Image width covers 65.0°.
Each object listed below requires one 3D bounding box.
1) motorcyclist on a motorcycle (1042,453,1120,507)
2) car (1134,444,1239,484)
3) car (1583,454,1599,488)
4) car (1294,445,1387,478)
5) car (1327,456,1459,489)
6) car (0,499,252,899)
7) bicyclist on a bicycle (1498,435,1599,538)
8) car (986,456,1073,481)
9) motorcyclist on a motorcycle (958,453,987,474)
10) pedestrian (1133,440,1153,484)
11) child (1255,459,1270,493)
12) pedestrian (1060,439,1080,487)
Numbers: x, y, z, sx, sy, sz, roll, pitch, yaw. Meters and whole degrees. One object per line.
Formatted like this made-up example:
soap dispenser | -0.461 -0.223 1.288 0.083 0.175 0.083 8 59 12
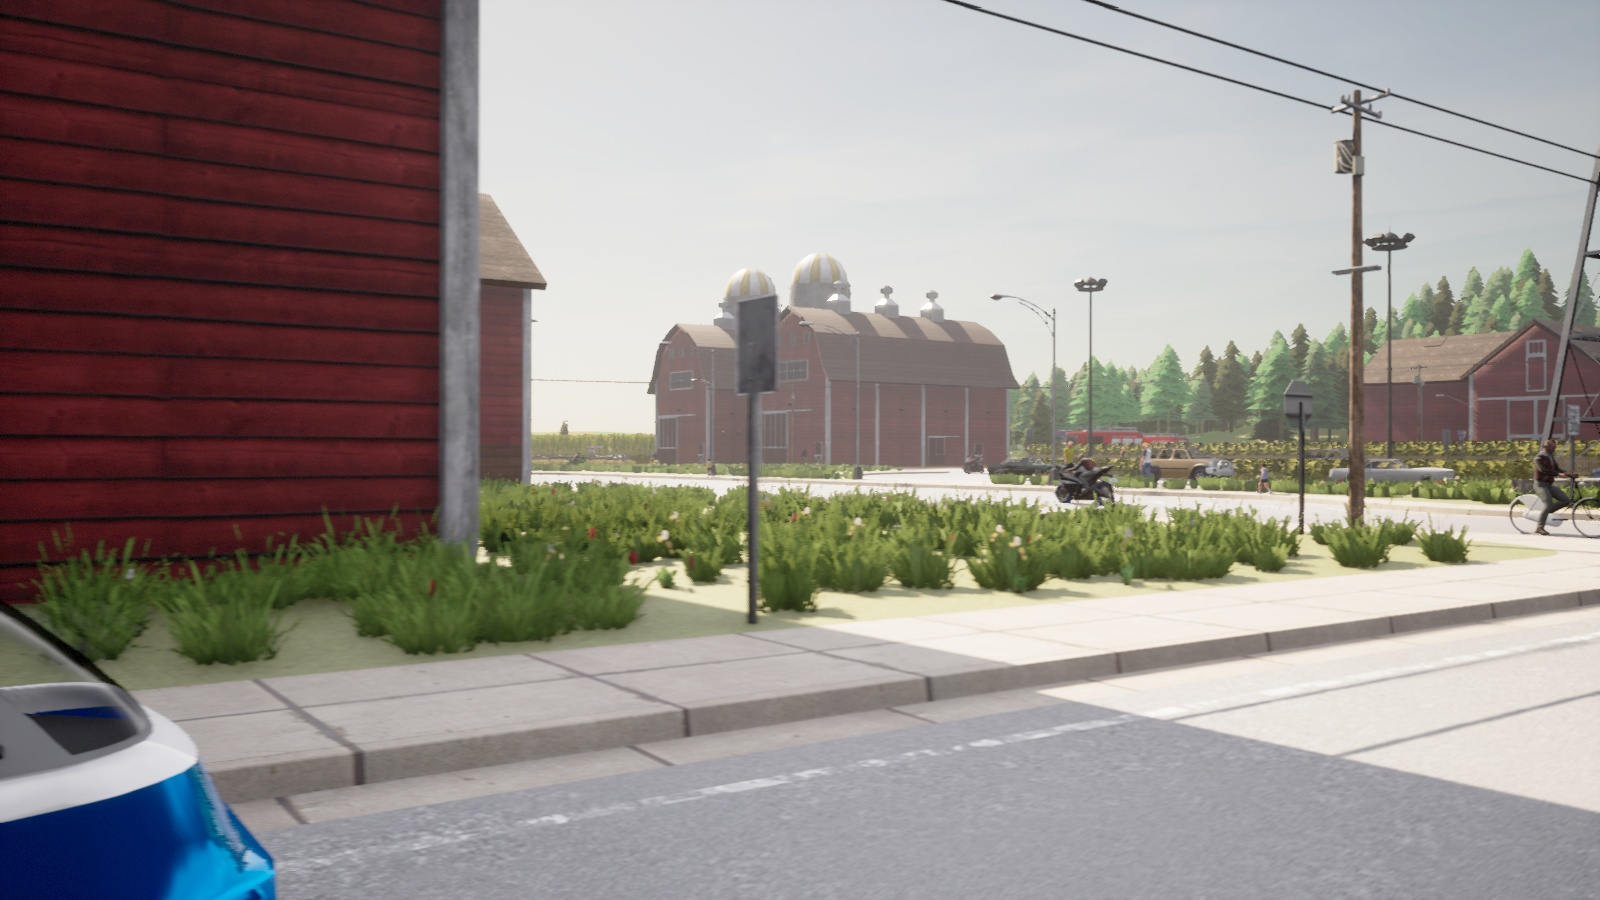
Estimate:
motorcyclist on a motorcycle | 8.197 0.847 36.680 0.866 1.530 2.191 0 0 -36
car | 18.594 0.661 60.522 1.932 1.855 4.605 0 0 -35
car | 34.672 0.851 51.604 4.181 1.385 1.994 0 0 -17
car | 31.213 0.661 72.611 1.932 1.855 4.605 0 0 -35
car | 24.941 0.913 52.890 4.718 1.301 1.895 0 0 40
car | -2.255 0.810 2.089 2.207 1.376 1.481 0 0 -35
bicyclist on a bicycle | 13.739 0.637 22.724 0.659 1.776 1.843 0 0 -30
car | 12.556 0.978 68.988 1.895 1.301 4.718 0 0 -35
motorcyclist on a motorcycle | 12.313 0.962 89.552 2.191 1.530 0.866 0 -1 -45
pedestrian | 14.229 0.490 52.081 0.354 1.836 0.706 0 0 -40
child | 15.072 0.842 40.889 0.255 1.110 0.394 0 0 -24
pedestrian | 10.290 0.489 47.897 0.354 1.836 0.706 0 0 -31
